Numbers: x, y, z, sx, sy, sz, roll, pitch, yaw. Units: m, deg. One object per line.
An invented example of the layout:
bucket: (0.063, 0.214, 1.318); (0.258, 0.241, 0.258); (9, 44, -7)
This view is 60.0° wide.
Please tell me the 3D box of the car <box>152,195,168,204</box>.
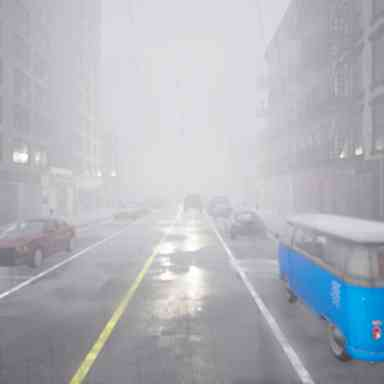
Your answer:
car: (-5.352, 1.349, 51.094); (2.192, 1.841, 5.009); (0, 0, 0)

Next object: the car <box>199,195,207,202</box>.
car: (2.694, 1.561, 79.669); (1.752, 1.417, 4.829); (0, 0, 0)

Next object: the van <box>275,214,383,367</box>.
van: (2.640, 1.344, 5.643); (1.690, 1.788, 3.998); (0, 0, 0)

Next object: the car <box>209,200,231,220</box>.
car: (2.657, 1.604, 28.368); (1.802, 1.307, 4.206); (0, 0, 0)

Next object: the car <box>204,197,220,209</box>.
car: (2.669, 1.467, 45.412); (1.967, 1.590, 4.097); (0, 0, 0)

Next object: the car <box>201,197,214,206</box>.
car: (2.677, 1.581, 56.774); (2.008, 1.369, 4.403); (0, 0, 0)

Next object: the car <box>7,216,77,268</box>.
car: (-5.381, 1.558, 11.321); (1.887, 1.381, 4.507); (0, 0, 0)

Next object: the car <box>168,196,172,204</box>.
car: (-5.344, 1.477, 62.458); (1.967, 1.590, 4.097); (0, 0, 0)

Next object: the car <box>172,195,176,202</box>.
car: (-5.332, 1.623, 79.503); (1.802, 1.307, 4.206); (0, 0, 0)

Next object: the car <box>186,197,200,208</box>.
car: (0.136, 1.522, 49.989); (2.128, 1.511, 4.902); (0, 0, 0)

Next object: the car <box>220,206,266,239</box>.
car: (2.649, 1.596, 17.005); (1.802, 1.307, 4.206); (0, 0, 0)

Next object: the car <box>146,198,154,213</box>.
car: (-5.364, 1.594, 34.049); (1.947, 1.339, 4.313); (0, 0, 0)

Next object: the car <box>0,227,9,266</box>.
car: (-5.385, 1.558, 5.640); (2.008, 1.369, 4.403); (0, 0, 0)

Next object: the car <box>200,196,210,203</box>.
car: (2.685, 1.600, 68.137); (1.947, 1.339, 4.313); (0, 0, 0)

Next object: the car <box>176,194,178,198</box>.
car: (-5.328, 1.593, 85.185); (2.008, 1.369, 4.403); (0, 0, 0)

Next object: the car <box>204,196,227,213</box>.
car: (2.661, 1.338, 34.050); (2.192, 1.841, 5.009); (0, 0, 0)

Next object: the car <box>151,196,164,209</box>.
car: (-5.356, 1.598, 45.413); (1.947, 1.339, 4.313); (0, 0, 0)

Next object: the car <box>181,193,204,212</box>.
car: (0.131, 1.248, 38.961); (2.150, 2.045, 5.566); (0, 0, 0)

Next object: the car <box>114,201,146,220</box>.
car: (-5.368, 1.552, 28.198); (1.752, 1.417, 4.829); (0, 0, 0)
